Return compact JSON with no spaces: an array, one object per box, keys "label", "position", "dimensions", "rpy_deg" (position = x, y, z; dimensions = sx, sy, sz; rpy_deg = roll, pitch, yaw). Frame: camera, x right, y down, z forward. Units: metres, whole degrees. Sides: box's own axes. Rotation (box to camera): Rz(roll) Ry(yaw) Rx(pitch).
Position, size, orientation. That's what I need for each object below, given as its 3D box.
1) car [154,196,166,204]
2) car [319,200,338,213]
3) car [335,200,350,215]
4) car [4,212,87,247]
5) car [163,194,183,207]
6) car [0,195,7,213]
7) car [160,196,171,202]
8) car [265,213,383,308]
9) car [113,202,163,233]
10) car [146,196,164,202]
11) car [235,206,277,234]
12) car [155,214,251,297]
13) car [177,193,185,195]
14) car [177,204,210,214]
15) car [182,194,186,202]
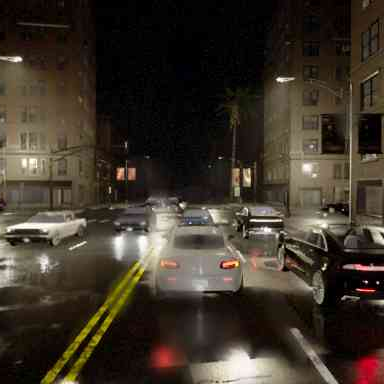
[{"label":"car","position":[-6.073,1.514,64.020],"dimensions":[1.812,1.442,4.674],"rpy_deg":[0,0,1]},{"label":"car","position":[17.012,1.592,37.532],"dimensions":[5.008,1.535,1.882],"rpy_deg":[0,1,1]},{"label":"car","position":[16.447,1.762,31.588],"dimensions":[4.313,1.339,1.947],"rpy_deg":[0,0,1]},{"label":"car","position":[-6.488,1.598,15.258],"dimensions":[1.895,1.301,4.718],"rpy_deg":[0,0,0]},{"label":"car","position":[-2.953,1.540,52.797],"dimensions":[2.033,1.411,5.357],"rpy_deg":[0,0,0]},{"label":"car","position":[-20.692,1.346,31.968],"dimensions":[5.008,1.535,1.882],"rpy_deg":[0,1,-8]},{"label":"car","position":[-5.946,1.531,74.548],"dimensions":[1.994,1.385,4.181],"rpy_deg":[0,0,0]},{"label":"car","position":[3.387,1.490,7.899],"dimensions":[2.128,1.511,4.902],"rpy_deg":[0,0,1]},{"label":"car","position":[-3.203,1.544,19.848],"dimensions":[2.033,1.411,5.357],"rpy_deg":[0,0,0]},{"label":"car","position":[-6.203,1.540,52.822],"dimensions":[2.033,1.411,5.357],"rpy_deg":[0,0,1]},{"label":"car","position":[3.377,1.488,17.207],"dimensions":[2.128,1.511,4.902],"rpy_deg":[0,0,0]},{"label":"car","position":[0.162,1.524,8.443],"dimensions":[1.812,1.442,4.674],"rpy_deg":[0,0,0]},{"label":"car","position":[-2.672,1.197,77.696],"dimensions":[2.150,2.045,5.566],"rpy_deg":[0,0,0]},{"label":"car","position":[0.231,1.544,17.902],"dimensions":[2.033,1.411,5.357],"rpy_deg":[0,0,0]},{"label":"car","position":[-2.779,1.588,66.829],"dimensions":[1.895,1.301,4.718],"rpy_deg":[0,0,1]}]
